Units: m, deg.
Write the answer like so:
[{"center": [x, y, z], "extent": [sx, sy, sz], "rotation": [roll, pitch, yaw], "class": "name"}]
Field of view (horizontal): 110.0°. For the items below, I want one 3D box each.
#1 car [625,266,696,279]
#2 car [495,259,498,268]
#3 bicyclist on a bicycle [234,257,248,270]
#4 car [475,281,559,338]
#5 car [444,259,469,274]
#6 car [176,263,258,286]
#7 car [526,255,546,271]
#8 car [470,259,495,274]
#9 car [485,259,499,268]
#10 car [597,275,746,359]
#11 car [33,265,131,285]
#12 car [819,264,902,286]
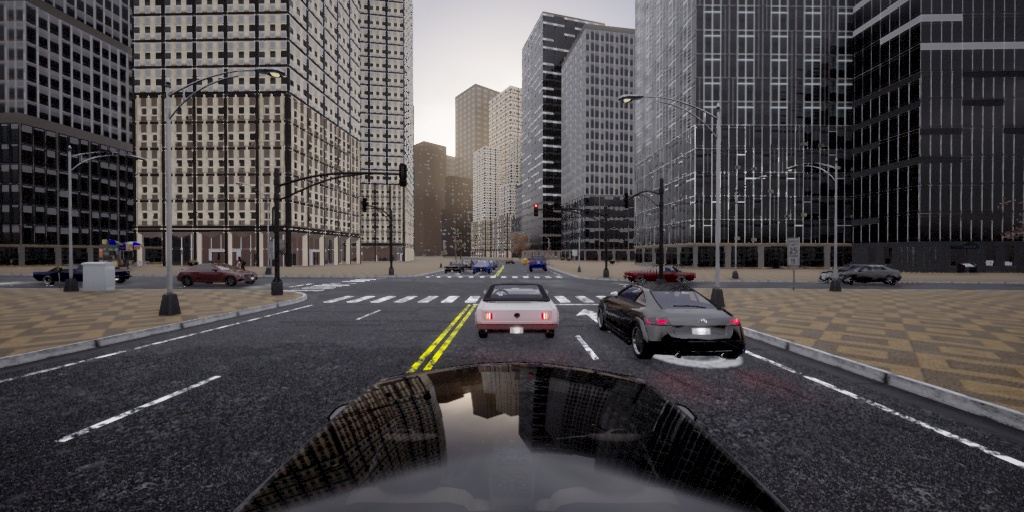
[{"center": [10.714, 1.383, 26.390], "extent": [4.718, 1.301, 1.895], "rotation": [0, 0, 1], "class": "car"}, {"center": [-3.285, 1.230, 50.074], "extent": [1.812, 1.442, 4.674], "rotation": [0, 0, 0], "class": "car"}, {"center": [-24.667, 0.872, 32.595], "extent": [0.582, 1.620, 1.656], "rotation": [0, 1, 1], "class": "bicyclist on a bicycle"}, {"center": [0.110, 1.348, 10.120], "extent": [1.895, 1.301, 4.718], "rotation": [0, 0, 0], "class": "car"}, {"center": [-6.549, 1.321, 41.403], "extent": [1.895, 1.301, 4.718], "rotation": [0, 0, 0], "class": "car"}, {"center": [-19.457, 1.194, 23.724], "extent": [4.674, 1.442, 1.812], "rotation": [0, 0, 1], "class": "car"}, {"center": [3.376, 0.932, 47.976], "extent": [2.150, 2.045, 5.566], "rotation": [0, 0, 1], "class": "car"}, {"center": [-3.298, 1.199, 40.730], "extent": [1.882, 1.535, 5.008], "rotation": [0, 0, 0], "class": "car"}, {"center": [-3.274, 1.231, 60.452], "extent": [2.033, 1.411, 5.357], "rotation": [0, 0, 0], "class": "car"}, {"center": [3.363, 1.312, 8.403], "extent": [1.994, 1.385, 4.181], "rotation": [0, 0, 0], "class": "car"}, {"center": [-28.566, 1.227, 23.965], "extent": [4.718, 1.301, 1.895], "rotation": [0, 0, 1], "class": "car"}, {"center": [25.210, 1.340, 26.067], "extent": [4.902, 1.511, 2.128], "rotation": [0, 0, 1], "class": "car"}]
